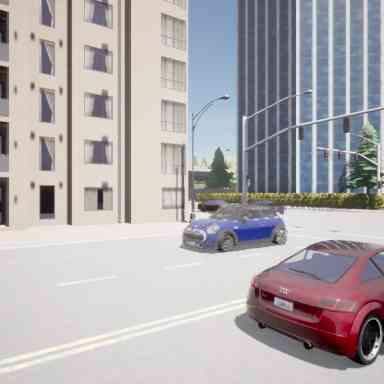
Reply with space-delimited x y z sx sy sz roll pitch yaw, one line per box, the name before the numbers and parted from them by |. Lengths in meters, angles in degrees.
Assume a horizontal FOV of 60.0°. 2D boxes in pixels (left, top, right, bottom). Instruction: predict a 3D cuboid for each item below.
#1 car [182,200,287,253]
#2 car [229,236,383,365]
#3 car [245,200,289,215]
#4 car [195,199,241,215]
car | 1.822 1.352 13.824 4.553 1.767 2.097 0 0 -36
car | 2.947 1.564 5.881 4.181 1.385 1.994 0 0 -35
car | 7.695 1.564 34.580 1.994 1.385 4.181 0 0 -35
car | 2.696 1.546 35.638 2.033 1.411 5.357 0 0 -35
